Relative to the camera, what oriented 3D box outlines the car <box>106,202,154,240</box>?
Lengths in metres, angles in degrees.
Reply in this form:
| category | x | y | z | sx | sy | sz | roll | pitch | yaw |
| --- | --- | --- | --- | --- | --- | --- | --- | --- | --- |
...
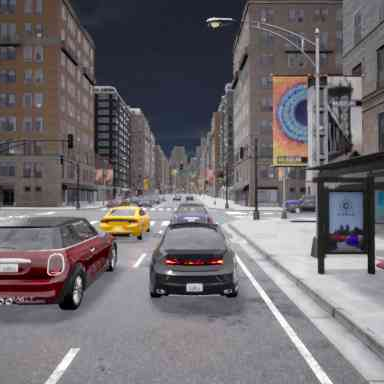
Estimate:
| category | x | y | z | sx | sy | sz | roll | pitch | yaw |
| --- | --- | --- | --- | --- | --- | --- | --- | --- | --- |
| car | -3.282 | 1.485 | 17.088 | 1.882 | 1.535 | 5.008 | 0 | 0 | -1 |

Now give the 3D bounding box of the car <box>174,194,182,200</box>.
| category | x | y | z | sx | sy | sz | roll | pitch | yaw |
| --- | --- | --- | --- | --- | --- | --- | --- | --- | --- |
| car | -3.887 | 1.369 | 92.006 | 2.128 | 1.511 | 4.902 | 0 | 0 | 0 |

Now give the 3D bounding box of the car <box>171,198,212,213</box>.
| category | x | y | z | sx | sy | sz | roll | pitch | yaw |
| --- | --- | --- | --- | --- | --- | --- | --- | --- | --- |
| car | -0.036 | 1.360 | 17.467 | 2.097 | 1.767 | 4.553 | 0 | 0 | 0 |

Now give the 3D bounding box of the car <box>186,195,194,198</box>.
| category | x | y | z | sx | sy | sz | roll | pitch | yaw |
| --- | --- | --- | --- | --- | --- | --- | --- | --- | --- |
| car | -0.566 | 1.489 | 81.609 | 1.882 | 1.535 | 5.008 | 0 | 0 | 0 |

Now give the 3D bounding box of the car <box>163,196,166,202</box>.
| category | x | y | z | sx | sy | sz | roll | pitch | yaw |
| --- | --- | --- | --- | --- | --- | --- | --- | --- | --- |
| car | -7.026 | 1.546 | 75.707 | 1.812 | 1.442 | 4.674 | 0 | 0 | 0 |

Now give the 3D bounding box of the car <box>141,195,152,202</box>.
| category | x | y | z | sx | sy | sz | roll | pitch | yaw |
| --- | --- | --- | --- | --- | --- | --- | --- | --- | --- |
| car | -10.273 | 1.522 | 75.192 | 1.837 | 1.490 | 4.892 | 0 | 0 | 0 |

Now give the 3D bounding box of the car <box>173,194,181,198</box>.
| category | x | y | z | sx | sy | sz | roll | pitch | yaw |
| --- | --- | --- | --- | --- | --- | --- | --- | --- | --- |
| car | -3.819 | 1.607 | 82.034 | 1.895 | 1.301 | 4.718 | 0 | 0 | 0 |

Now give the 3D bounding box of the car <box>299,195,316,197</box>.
| category | x | y | z | sx | sy | sz | roll | pitch | yaw |
| --- | --- | --- | --- | --- | --- | --- | --- | --- | --- |
| car | 13.405 | 1.355 | 39.084 | 5.566 | 2.045 | 2.150 | 0 | -1 | -1 |

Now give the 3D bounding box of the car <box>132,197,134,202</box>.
| category | x | y | z | sx | sy | sz | roll | pitch | yaw |
| --- | --- | --- | --- | --- | --- | --- | --- | --- | --- |
| car | -10.244 | 1.586 | 60.260 | 1.994 | 1.385 | 4.181 | 0 | 0 | 0 |

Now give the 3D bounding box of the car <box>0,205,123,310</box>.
| category | x | y | z | sx | sy | sz | roll | pitch | yaw |
| --- | --- | --- | --- | --- | --- | --- | --- | --- | --- |
| car | -3.221 | 1.355 | 7.960 | 2.097 | 1.767 | 4.553 | 0 | 0 | -1 |

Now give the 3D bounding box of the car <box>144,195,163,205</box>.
| category | x | y | z | sx | sy | sz | roll | pitch | yaw |
| --- | --- | --- | --- | --- | --- | --- | --- | --- | --- |
| car | -6.994 | 1.373 | 60.618 | 2.097 | 1.767 | 4.553 | 0 | 0 | 0 |

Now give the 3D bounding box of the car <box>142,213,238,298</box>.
| category | x | y | z | sx | sy | sz | roll | pitch | yaw |
| --- | --- | --- | --- | --- | --- | --- | --- | --- | --- |
| car | 0.023 | 1.508 | 8.531 | 1.837 | 1.490 | 4.892 | 0 | 0 | -1 |

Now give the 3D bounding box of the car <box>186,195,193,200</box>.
| category | x | y | z | sx | sy | sz | roll | pitch | yaw |
| --- | --- | --- | --- | --- | --- | --- | --- | --- | --- |
| car | -0.637 | 1.439 | 92.058 | 1.895 | 1.301 | 4.718 | 0 | 0 | 0 |

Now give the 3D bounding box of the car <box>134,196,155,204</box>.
| category | x | y | z | sx | sy | sz | roll | pitch | yaw |
| --- | --- | --- | --- | --- | --- | --- | --- | --- | --- |
| car | -6.689 | 1.585 | 47.067 | 1.994 | 1.385 | 4.181 | 0 | 0 | -4 |

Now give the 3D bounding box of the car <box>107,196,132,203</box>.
| category | x | y | z | sx | sy | sz | roll | pitch | yaw |
| --- | --- | --- | --- | --- | --- | --- | --- | --- | --- |
| car | -10.464 | 1.373 | 46.848 | 2.097 | 1.767 | 4.553 | 0 | 0 | 4 |

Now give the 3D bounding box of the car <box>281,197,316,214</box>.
| category | x | y | z | sx | sy | sz | roll | pitch | yaw |
| --- | --- | --- | --- | --- | --- | --- | --- | --- | --- |
| car | 12.533 | 1.592 | 35.823 | 4.892 | 1.490 | 1.837 | 0 | -1 | -1 |
